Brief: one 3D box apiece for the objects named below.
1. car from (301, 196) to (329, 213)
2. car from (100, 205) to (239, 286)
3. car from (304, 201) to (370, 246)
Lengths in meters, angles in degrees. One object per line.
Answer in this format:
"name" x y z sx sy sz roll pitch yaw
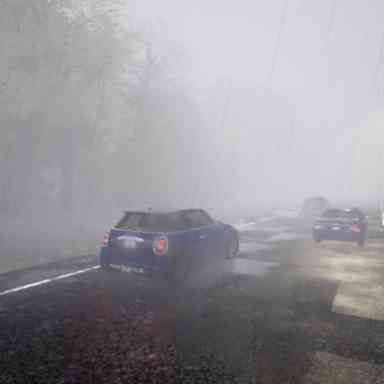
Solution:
"car" 11.158 1.102 29.735 1.812 1.442 4.674 1 1 29
"car" -0.339 1.177 9.320 2.097 1.767 4.553 1 1 29
"car" 6.505 1.352 14.344 2.033 1.411 5.357 1 1 29
